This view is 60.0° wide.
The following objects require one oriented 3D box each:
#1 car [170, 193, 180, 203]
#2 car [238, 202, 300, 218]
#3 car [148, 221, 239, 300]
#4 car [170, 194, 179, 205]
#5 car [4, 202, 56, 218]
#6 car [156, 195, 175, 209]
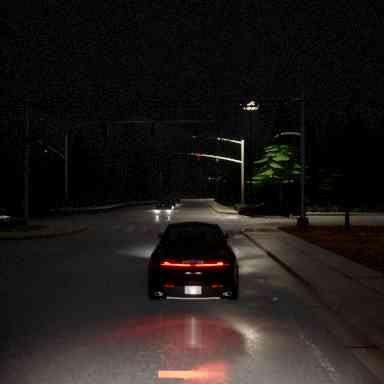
[{"bbox_3d":[-3.507,1.221,65.395,2.150,2.045,5.566,0,0,1],"label":"car"},{"bbox_3d":[6.819,1.574,29.659,5.357,1.411,2.033,0,0,1],"label":"car"},{"bbox_3d":[0.039,1.501,8.375,1.837,1.490,4.892,0,0,0],"label":"car"},{"bbox_3d":[-3.642,1.547,54.764,2.033,1.411,5.357,0,0,0],"label":"car"},{"bbox_3d":[-14.568,1.591,30.020,4.181,1.385,1.994,0,0,1],"label":"car"},{"bbox_3d":[-3.647,1.505,44.317,1.837,1.490,4.892,0,0,0],"label":"car"}]
